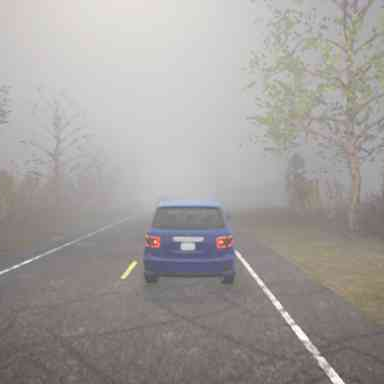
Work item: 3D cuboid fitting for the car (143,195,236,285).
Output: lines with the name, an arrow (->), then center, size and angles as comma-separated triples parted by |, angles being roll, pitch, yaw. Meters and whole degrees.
car -> -0.017, 1.229, 9.684 | 2.150, 2.045, 5.566 | 0, 0, 1

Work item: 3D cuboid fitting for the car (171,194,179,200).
car -> -4.455, 1.321, 88.350 | 1.882, 1.535, 5.008 | 0, 0, -1

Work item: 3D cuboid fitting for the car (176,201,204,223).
car -> -0.177, 1.561, 27.286 | 2.033, 1.411, 5.357 | 0, 0, 0

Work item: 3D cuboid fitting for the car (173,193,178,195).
car -> -4.254, 1.142, 80.988 | 2.097, 1.767, 4.553 | 0, 0, -3
